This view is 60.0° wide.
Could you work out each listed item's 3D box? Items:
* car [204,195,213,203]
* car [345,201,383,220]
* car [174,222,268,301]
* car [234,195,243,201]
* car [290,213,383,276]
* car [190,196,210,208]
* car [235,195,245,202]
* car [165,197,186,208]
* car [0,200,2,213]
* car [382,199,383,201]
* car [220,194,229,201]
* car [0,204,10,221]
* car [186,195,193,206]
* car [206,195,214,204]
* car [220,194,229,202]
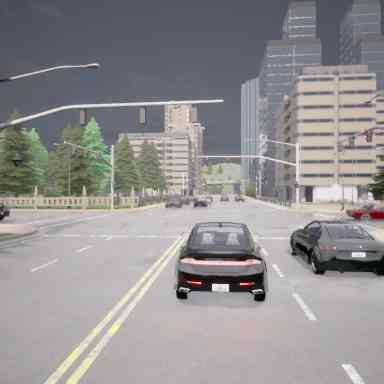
[{"bbox_3d":[3.671,1.500,73.028,1.837,1.490,4.892,0,0,5],"label":"car"},{"bbox_3d":[14.377,1.601,25.311,4.718,1.301,1.895,0,0,9],"label":"car"},{"bbox_3d":[0.710,1.492,8.339,2.128,1.511,4.902,0,0,5],"label":"car"},{"bbox_3d":[11.896,1.537,85.447,2.033,1.411,5.357,0,0,5],"label":"car"},{"bbox_3d":[4.404,1.564,10.446,1.994,1.385,4.181,0,0,5],"label":"car"},{"bbox_3d":[1.299,1.601,49.344,1.895,1.301,4.718,0,0,6],"label":"car"},{"bbox_3d":[11.002,1.591,76.141,1.895,1.301,4.718,0,0,5],"label":"car"},{"bbox_3d":[-2.486,1.564,46.554,1.994,1.385,4.181,0,0,6],"label":"car"},{"bbox_3d":[-23.208,1.564,36.109,4.181,1.385,1.994,0,0,6],"label":"car"},{"bbox_3d":[19.180,1.352,32.156,4.553,1.767,2.097,0,0,7],"label":"car"},{"bbox_3d":[8.409,1.353,85.751,2.097,1.767,4.553,0,0,5],"label":"car"},{"bbox_3d":[-16.619,1.221,24.784,5.566,2.045,2.150,0,0,7],"label":"car"},{"bbox_3d":[-1.481,1.548,56.914,2.033,1.411,5.357,0,0,6],"label":"car"},{"bbox_3d":[2.487,1.601,61.394,1.895,1.301,4.718,0,0,6],"label":"car"},{"bbox_3d":[7.612,1.549,77.449,1.994,1.385,4.181,0,0,5],"label":"car"}]
